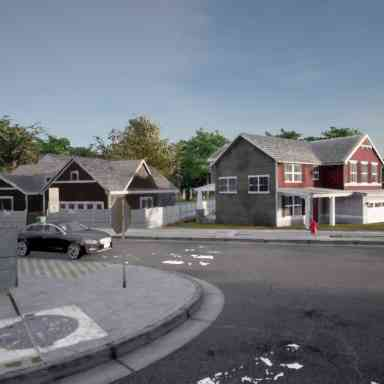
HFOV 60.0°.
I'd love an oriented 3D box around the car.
[{"bbox_3d":[-5.833,2.031,14.840,4.902,1.511,2.128,-2,0,22],"label":"car"}]
